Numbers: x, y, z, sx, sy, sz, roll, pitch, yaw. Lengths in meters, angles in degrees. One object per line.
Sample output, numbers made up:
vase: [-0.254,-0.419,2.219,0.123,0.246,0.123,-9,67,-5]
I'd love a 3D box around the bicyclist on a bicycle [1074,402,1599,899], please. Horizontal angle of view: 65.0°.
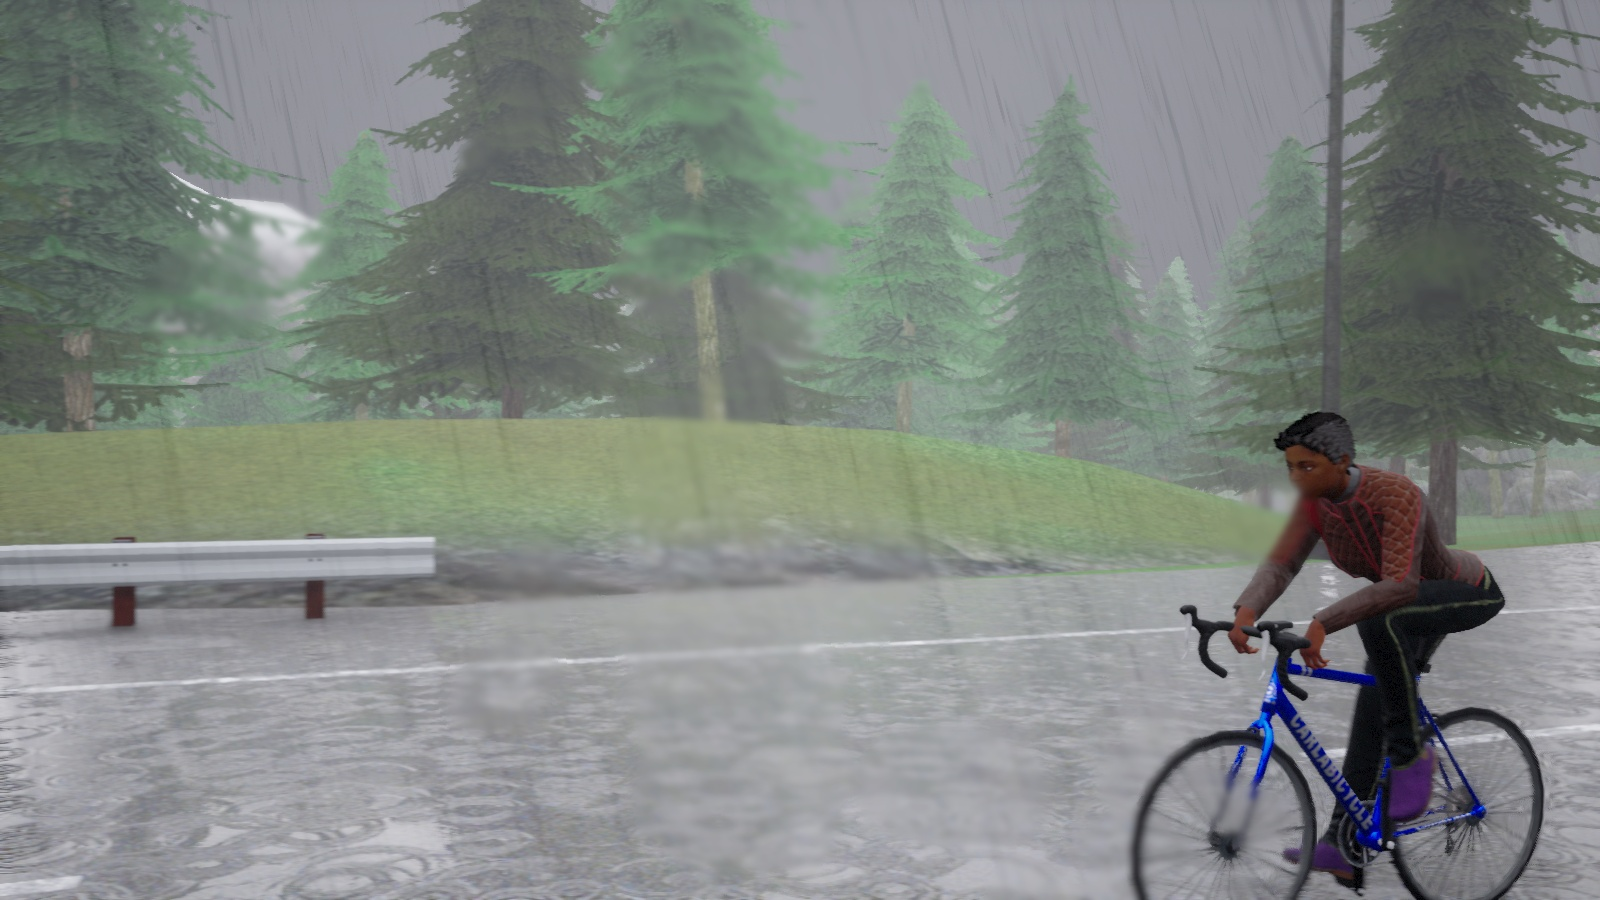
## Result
bicyclist on a bicycle: [1.733,0.672,3.898,1.656,1.620,0.582,-1,1,-21]
